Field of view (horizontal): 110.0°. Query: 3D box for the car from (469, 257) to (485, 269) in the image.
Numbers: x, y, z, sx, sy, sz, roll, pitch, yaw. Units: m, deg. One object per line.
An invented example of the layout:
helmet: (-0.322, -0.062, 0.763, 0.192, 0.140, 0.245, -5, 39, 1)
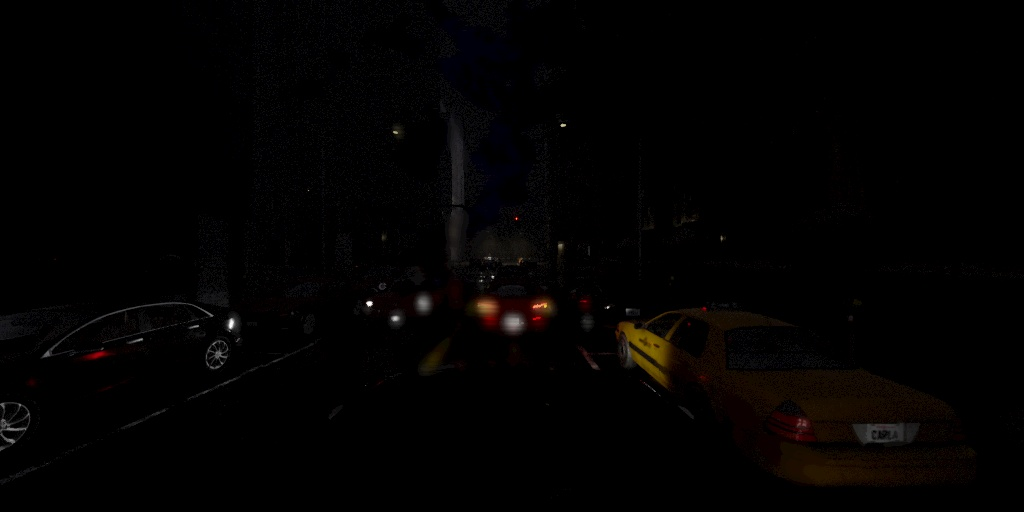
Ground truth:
car: (-5.814, 1.078, 58.556, 2.192, 1.841, 5.009, 0, 0, 0)

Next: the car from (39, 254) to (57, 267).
car: (-48.219, 0.417, 35.663, 4.181, 1.385, 1.994, 1, 0, 0)

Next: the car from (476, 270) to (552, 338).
car: (0.063, 1.276, 10.079, 1.812, 1.442, 4.674, 0, 0, 0)

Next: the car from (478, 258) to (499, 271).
car: (-3.140, 1.284, 47.966, 1.812, 1.442, 4.674, 0, 0, 0)

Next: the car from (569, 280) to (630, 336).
car: (2.756, 1.316, 10.245, 1.948, 1.339, 4.313, 0, 0, 0)

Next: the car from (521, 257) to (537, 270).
car: (2.716, 1.200, 53.127, 1.967, 1.591, 4.097, 0, 0, 0)

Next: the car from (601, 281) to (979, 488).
car: (2.761, 1.275, 4.958, 1.751, 1.417, 4.829, 0, 0, 0)

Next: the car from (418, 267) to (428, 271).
car: (-5.779, 1.277, 20.979, 1.751, 1.417, 4.829, 0, 0, 0)

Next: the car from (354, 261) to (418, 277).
car: (-5.774, 1.190, 15.692, 1.967, 1.591, 4.097, 0, 0, 0)

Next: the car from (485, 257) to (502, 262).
car: (-3.136, 1.327, 57.934, 1.994, 1.385, 4.181, 0, 0, 0)

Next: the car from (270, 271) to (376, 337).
car: (-5.769, 1.295, 10.235, 1.888, 1.381, 4.507, 0, 0, 0)

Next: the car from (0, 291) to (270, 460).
car: (-5.764, 1.300, 4.778, 2.007, 1.370, 4.403, 0, 0, 0)

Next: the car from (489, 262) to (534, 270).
car: (0.003, 1.256, 18.946, 1.837, 1.490, 4.892, 0, 0, 0)

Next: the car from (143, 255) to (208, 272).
car: (-30.480, 0.693, 32.567, 4.892, 1.490, 1.837, 1, 0, 0)

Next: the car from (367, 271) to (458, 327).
car: (-3.059, 1.351, 11.704, 1.895, 1.301, 4.718, 0, 0, 1)
